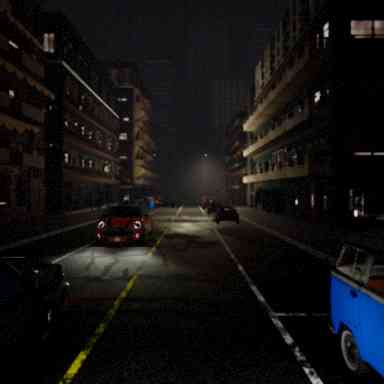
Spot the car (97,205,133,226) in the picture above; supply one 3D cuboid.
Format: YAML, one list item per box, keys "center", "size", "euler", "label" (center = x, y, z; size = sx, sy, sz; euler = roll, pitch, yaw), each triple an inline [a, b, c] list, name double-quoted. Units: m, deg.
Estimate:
- center: [-5.755, 1.696, 25.425]
  size: [1.802, 1.307, 4.206]
  euler: [-1, 0, 0]
  label: "car"

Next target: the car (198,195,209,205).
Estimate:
- center: [2.427, 1.622, 70.243]
  size: [2.192, 1.841, 5.009]
  euler: [-1, 0, 0]
  label: "car"

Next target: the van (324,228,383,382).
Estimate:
- center: [2.670, 1.353, 3.018]
  size: [1.690, 1.788, 3.998]
  euler: [-1, 0, 0]
  label: "van"

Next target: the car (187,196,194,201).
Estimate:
- center: [-0.328, 1.832, 92.060]
  size: [1.812, 1.442, 4.674]
  euler: [0, 0, 0]
  label: "car"

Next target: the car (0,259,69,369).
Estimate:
- center: [-3.110, 1.566, 3.687]
  size: [2.033, 1.411, 5.357]
  euler: [0, 0, 0]
  label: "car"

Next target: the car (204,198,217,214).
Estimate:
- center: [2.550, 1.685, 36.800]
  size: [1.752, 1.417, 4.829]
  euler: [-1, 0, 0]
  label: "car"

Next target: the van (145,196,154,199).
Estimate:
- center: [-5.819, 1.529, 42.231]
  size: [1.690, 1.788, 3.998]
  euler: [-1, 0, 0]
  label: "van"

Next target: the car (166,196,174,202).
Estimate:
- center: [-6.030, 1.963, 92.648]
  size: [2.008, 1.369, 4.403]
  euler: [-1, 0, 0]
  label: "car"

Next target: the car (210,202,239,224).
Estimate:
- center: [2.592, 1.692, 25.426]
  size: [1.802, 1.307, 4.206]
  euler: [-1, 0, 0]
  label: "car"

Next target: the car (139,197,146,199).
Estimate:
- center: [-5.777, 1.579, 31.027]
  size: [1.967, 1.590, 4.097]
  euler: [-1, 0, 0]
  label: "car"

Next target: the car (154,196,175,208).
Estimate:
- center: [-3.147, 1.154, 41.535]
  size: [2.097, 1.767, 4.553]
  euler: [0, 0, 0]
  label: "car"

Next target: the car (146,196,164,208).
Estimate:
- center: [-5.883, 1.553, 53.435]
  size: [2.192, 1.841, 5.009]
  euler: [-1, 0, 0]
  label: "car"

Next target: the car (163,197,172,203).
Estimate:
- center: [-5.990, 1.944, 81.444]
  size: [1.802, 1.307, 4.206]
  euler: [-1, 0, 0]
  label: "car"

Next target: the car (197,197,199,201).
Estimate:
- center: [2.467, 1.573, 59.039]
  size: [2.192, 1.841, 5.009]
  euler: [-1, 0, 0]
  label: "car"

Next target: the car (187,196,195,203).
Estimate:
- center: [-0.291, 1.825, 81.635]
  size: [1.882, 1.535, 5.008]
  euler: [0, 0, 0]
  label: "car"

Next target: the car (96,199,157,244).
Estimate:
- center: [-3.142, 1.425, 16.265]
  size: [2.097, 1.767, 4.553]
  euler: [0, 0, 0]
  label: "car"

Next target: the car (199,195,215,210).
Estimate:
- center: [2.508, 1.523, 47.835]
  size: [2.192, 1.841, 5.009]
  euler: [-1, 0, 0]
  label: "car"
